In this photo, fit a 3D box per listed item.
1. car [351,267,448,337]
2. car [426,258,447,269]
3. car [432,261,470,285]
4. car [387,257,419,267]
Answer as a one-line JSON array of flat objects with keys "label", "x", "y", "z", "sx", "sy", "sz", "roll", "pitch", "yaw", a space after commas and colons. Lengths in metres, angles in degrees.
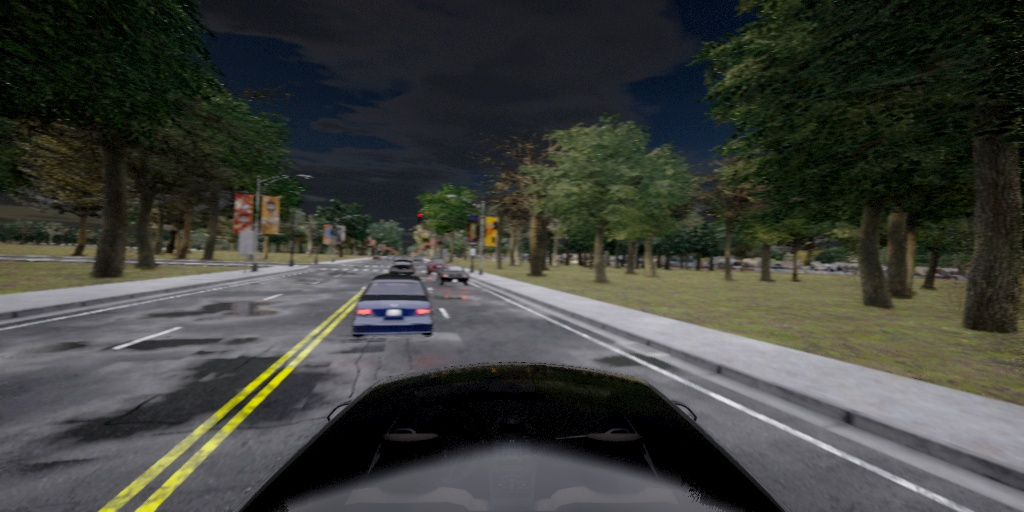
[{"label": "car", "x": -3.163, "y": 1.208, "z": 9.871, "sx": 2.033, "sy": 1.411, "sz": 5.357, "roll": 2, "pitch": 0, "yaw": -16}, {"label": "car", "x": -7.326, "y": 0.954, "z": 35.381, "sx": 2.097, "sy": 1.767, "sz": 4.553, "roll": 2, "pitch": 0, "yaw": -16}, {"label": "car", "x": -4.247, "y": 1.277, "z": 25.043, "sx": 1.895, "sy": 1.301, "sz": 4.718, "roll": 2, "pitch": 0, "yaw": -16}, {"label": "car", "x": -8.160, "y": 1.043, "z": 26.836, "sx": 1.837, "sy": 1.490, "sz": 4.892, "roll": 2, "pitch": 0, "yaw": -16}]
